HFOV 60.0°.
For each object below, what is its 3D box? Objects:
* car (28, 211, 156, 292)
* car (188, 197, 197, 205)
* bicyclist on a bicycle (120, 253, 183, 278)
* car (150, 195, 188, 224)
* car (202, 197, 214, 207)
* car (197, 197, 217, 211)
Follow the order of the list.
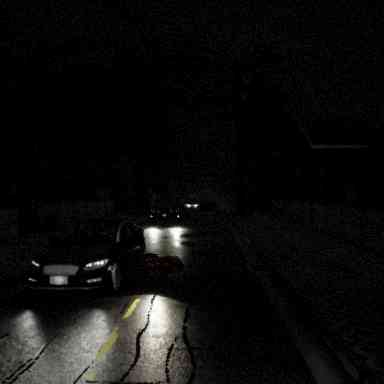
[{"bbox_3d":[-2.525,1.488,9.038,2.128,1.511,4.902,0,0,3],"label":"car"},{"bbox_3d":[0.072,1.646,62.203,1.994,1.385,4.181,0,0,3],"label":"car"},{"bbox_3d":[-0.827,1.795,8.173,1.620,0.582,1.656,-6,-8,33],"label":"bicyclist on a bicycle"},{"bbox_3d":[-1.749,1.223,25.087,2.150,2.045,5.566,0,0,2],"label":"car"},{"bbox_3d":[2.484,1.530,51.677,1.882,1.535,5.008,0,0,3],"label":"car"},{"bbox_3d":[1.938,1.499,40.250,1.882,1.535,5.008,0,0,3],"label":"car"}]
